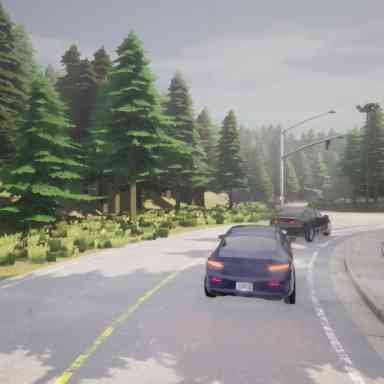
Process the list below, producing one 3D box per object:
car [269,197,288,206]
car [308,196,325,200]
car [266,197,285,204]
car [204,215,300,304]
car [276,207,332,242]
[{"bbox_3d":[14.791,1.553,56.634,1.812,1.442,4.674,0,0,32],"label":"car"},{"bbox_3d":[25.296,1.549,67.548,4.902,1.511,2.128,0,0,-40],"label":"car"},{"bbox_3d":[11.039,1.531,44.306,1.837,1.490,4.892,0,0,5],"label":"car"},{"bbox_3d":[1.541,1.526,8.166,1.812,1.442,4.674,0,0,15],"label":"car"},{"bbox_3d":[5.467,1.505,16.535,1.837,1.490,4.892,0,0,37],"label":"car"}]
